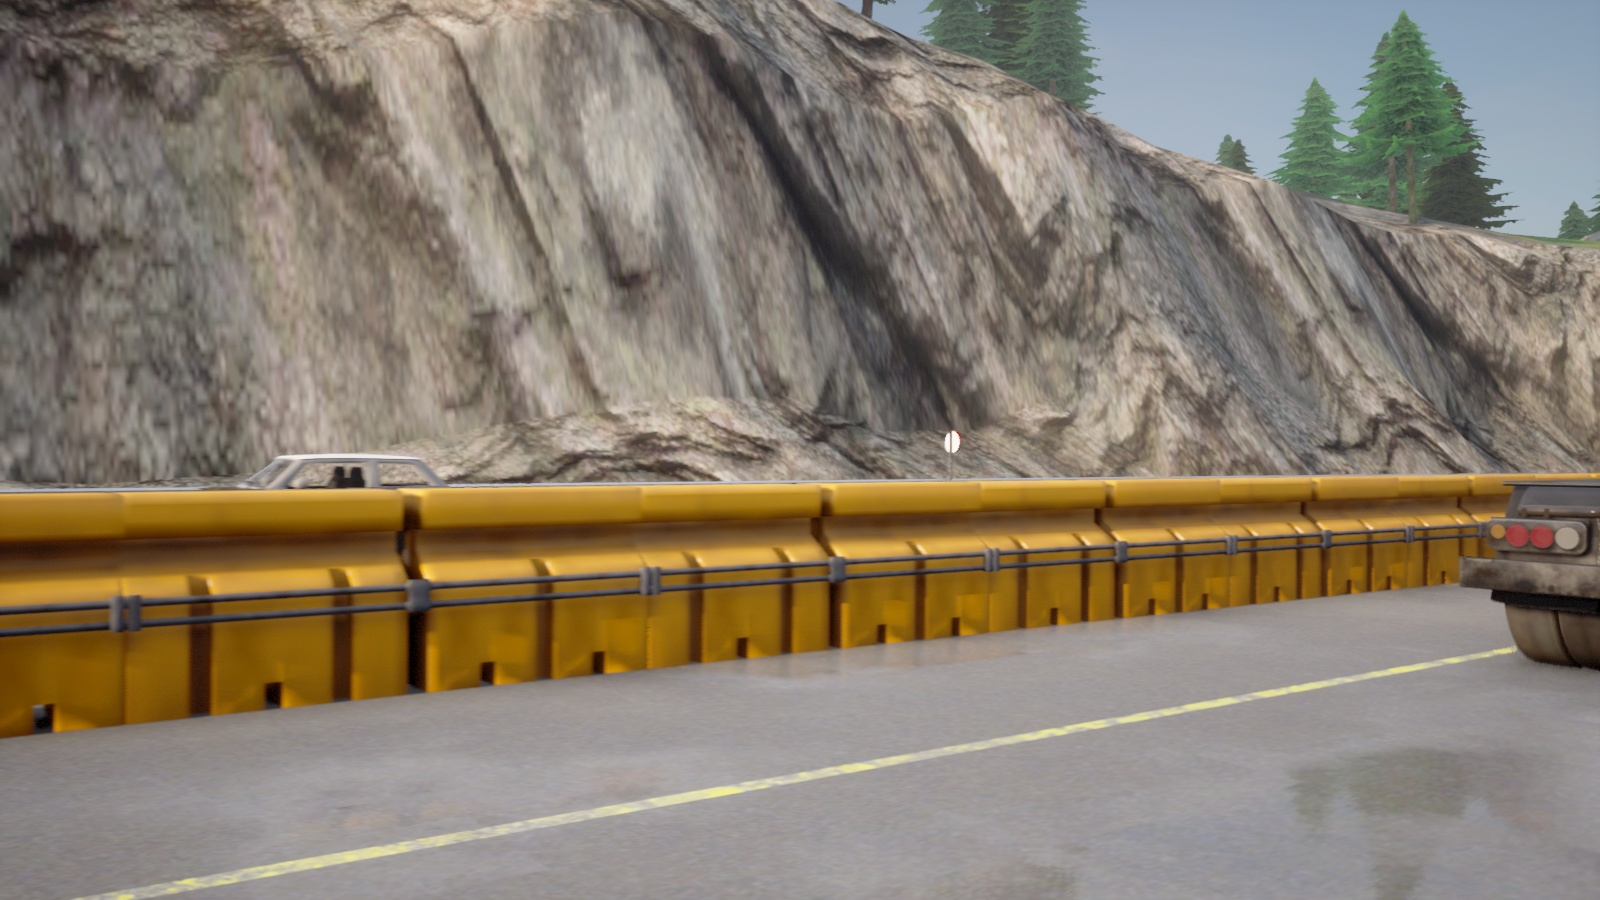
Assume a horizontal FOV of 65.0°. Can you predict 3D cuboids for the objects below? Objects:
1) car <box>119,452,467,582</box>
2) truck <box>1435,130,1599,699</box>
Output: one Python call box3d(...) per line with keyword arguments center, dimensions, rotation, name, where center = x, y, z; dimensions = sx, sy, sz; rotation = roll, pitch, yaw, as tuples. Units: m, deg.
box3d(center=(-6.502, 0.769, 16.199), dimensions=(3.806, 1.475, 1.970), rotation=(0, 0, -35), name="car")
box3d(center=(8.345, -0.213, 9.575), dimensions=(7.936, 3.462, 2.891), rotation=(0, 0, -35), name="truck")
